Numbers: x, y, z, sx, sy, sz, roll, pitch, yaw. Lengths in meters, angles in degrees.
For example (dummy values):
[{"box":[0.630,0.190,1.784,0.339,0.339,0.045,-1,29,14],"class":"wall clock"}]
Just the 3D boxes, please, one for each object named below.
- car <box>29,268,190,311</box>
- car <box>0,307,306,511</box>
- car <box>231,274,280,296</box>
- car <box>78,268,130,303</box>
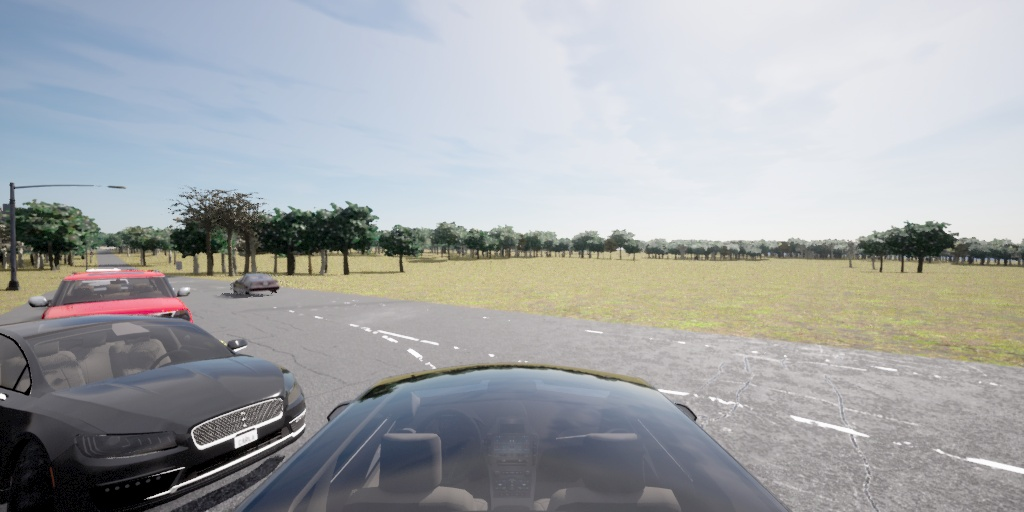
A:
[{"box":[-9.480,1.385,8.621,5.566,2.045,2.150,-2,0,41],"class":"car"},{"box":[-4.564,1.445,3.981,4.892,1.490,1.837,-3,-3,21],"class":"car"},{"box":[-18.282,1.972,25.468,5.357,1.411,2.033,-2,0,41],"class":"car"},{"box":[-28.083,1.889,24.686,5.566,2.045,2.150,-2,0,41],"class":"car"}]
